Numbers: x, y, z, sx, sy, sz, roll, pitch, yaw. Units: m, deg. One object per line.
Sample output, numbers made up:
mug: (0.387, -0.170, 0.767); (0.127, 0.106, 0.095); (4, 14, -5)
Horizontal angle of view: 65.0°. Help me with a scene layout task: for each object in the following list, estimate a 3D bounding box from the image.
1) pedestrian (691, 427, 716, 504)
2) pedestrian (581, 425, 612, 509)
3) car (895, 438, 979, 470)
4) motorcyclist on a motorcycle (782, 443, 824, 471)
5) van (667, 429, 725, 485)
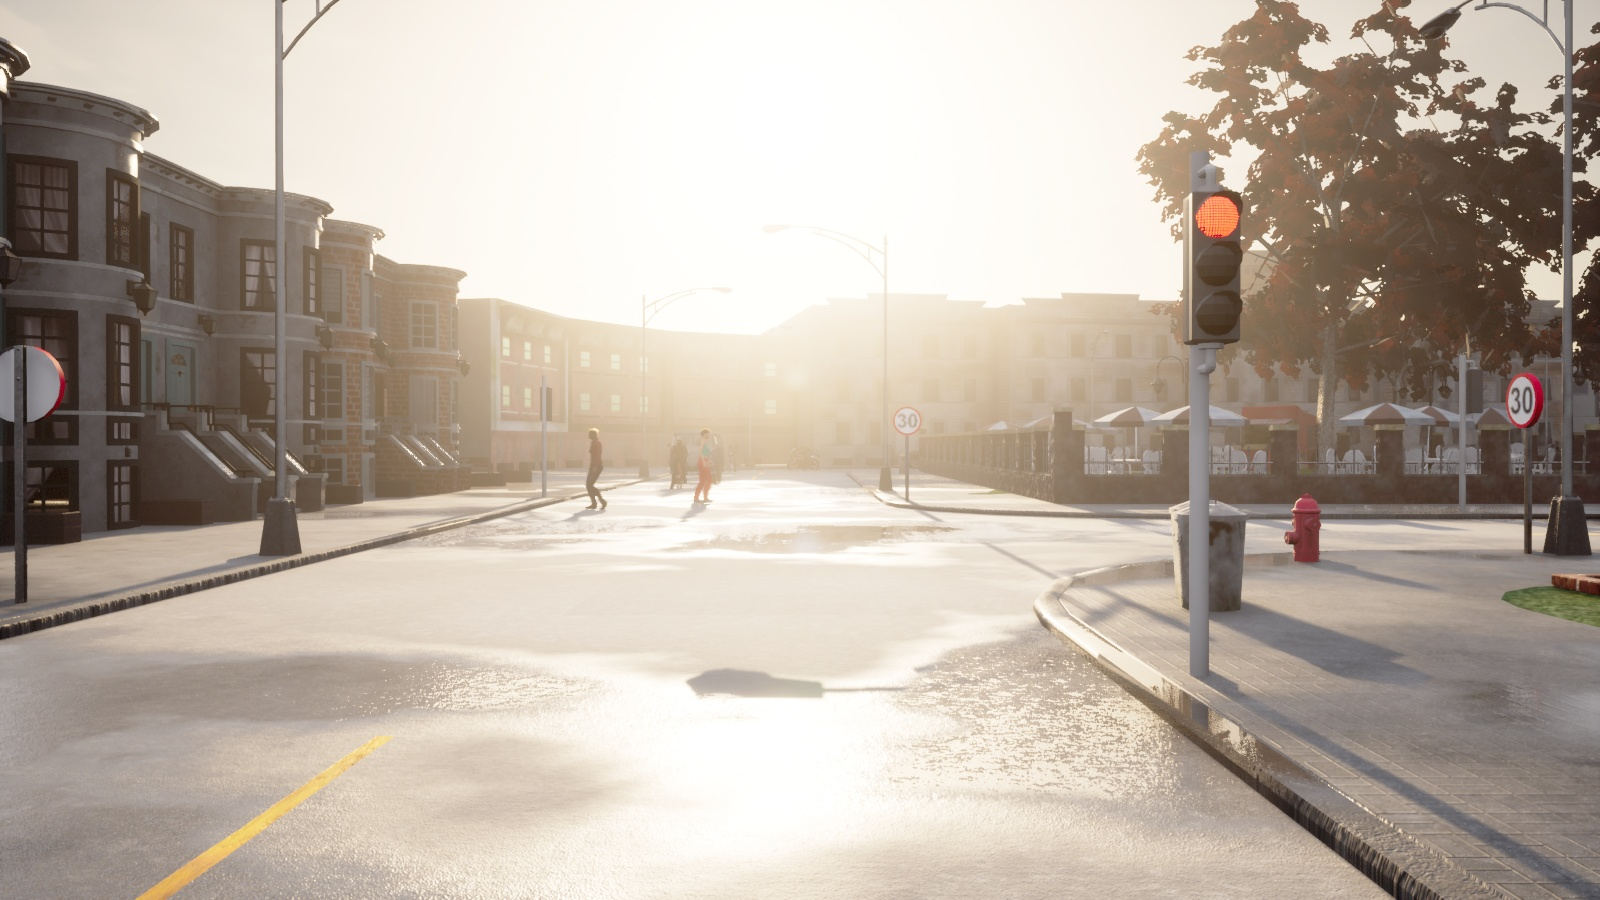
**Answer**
pedestrian: (-2.322, 0.368, 30.288); (0.594, 1.836, 0.345); (0, 0, -1)
pedestrian: (-4.475, 0.368, 27.598); (0.636, 1.846, 0.331); (0, 0, -15)
car: (7.756, 0.209, 71.540); (4.553, 1.767, 2.097); (0, 0, 0)
motorcyclist on a motorcycle: (0.157, 0.393, 69.183); (2.191, 1.530, 0.866); (0, 0, -35)
van: (-3.846, 0.230, 47.095); (1.775, 1.987, 4.442); (0, 0, 0)
